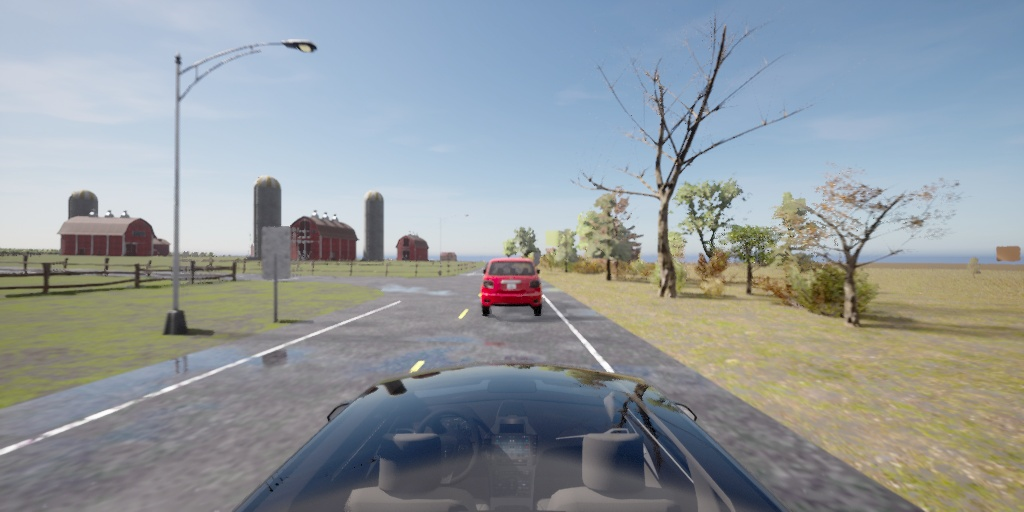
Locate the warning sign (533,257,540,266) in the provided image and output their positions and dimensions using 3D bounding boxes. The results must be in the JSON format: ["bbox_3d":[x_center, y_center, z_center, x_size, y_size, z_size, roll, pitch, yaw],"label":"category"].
[{"bbox_3d":[3.128,1.394,52.834,1.300,1.860,1.060,0,0,-1],"label":"warning sign"}]

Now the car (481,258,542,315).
[{"bbox_3d":[-0.016,1.103,14.398,2.150,2.045,5.566,0,0,0],"label":"car"}]
